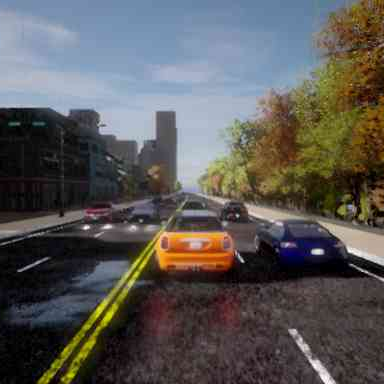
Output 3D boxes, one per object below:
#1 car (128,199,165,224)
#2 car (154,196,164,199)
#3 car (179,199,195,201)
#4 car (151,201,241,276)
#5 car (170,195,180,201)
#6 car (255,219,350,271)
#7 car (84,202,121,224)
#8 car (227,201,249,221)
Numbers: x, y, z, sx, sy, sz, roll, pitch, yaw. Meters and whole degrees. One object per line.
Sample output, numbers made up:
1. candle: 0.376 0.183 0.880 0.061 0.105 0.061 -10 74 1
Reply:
1. car: -3.352 1.524 24.605 2.033 1.411 5.357 0 0 0
2. car: -6.510 1.488 65.768 1.994 1.385 4.181 0 0 0
3. car: 0.097 1.452 28.161 1.882 1.535 5.008 0 0 0
4. car: 0.095 1.343 10.437 2.097 1.767 4.553 0 0 0
5. car: -3.261 1.434 65.796 2.128 1.511 4.902 0 0 0
6. car: 3.345 1.555 10.839 1.994 1.385 4.181 0 0 0
7. car: -6.600 1.501 24.915 1.812 1.442 4.674 0 0 0
8. car: 3.346 1.481 26.745 1.837 1.490 4.892 0 0 0
